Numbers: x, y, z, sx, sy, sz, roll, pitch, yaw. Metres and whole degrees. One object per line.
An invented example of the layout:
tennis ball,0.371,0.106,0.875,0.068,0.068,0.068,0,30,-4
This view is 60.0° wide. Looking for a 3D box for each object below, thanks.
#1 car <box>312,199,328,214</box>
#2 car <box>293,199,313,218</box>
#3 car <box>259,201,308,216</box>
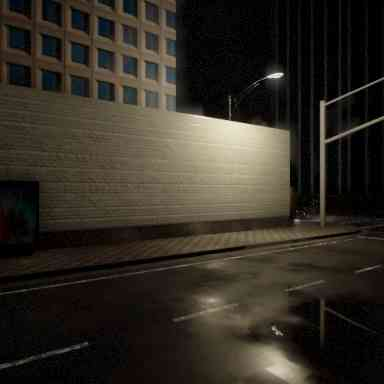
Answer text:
car,12.410,1.560,36.379,1.837,1.490,4.892,0,0,-36
car,8.138,1.581,29.990,1.812,1.442,4.674,0,0,-36
car,9.339,1.656,34.316,1.895,1.301,4.718,0,0,-36
